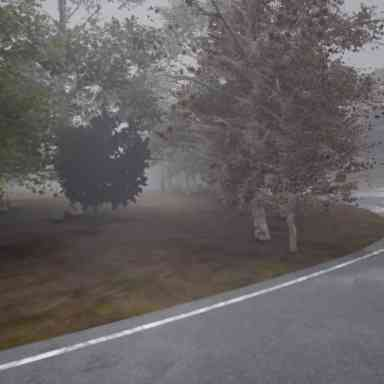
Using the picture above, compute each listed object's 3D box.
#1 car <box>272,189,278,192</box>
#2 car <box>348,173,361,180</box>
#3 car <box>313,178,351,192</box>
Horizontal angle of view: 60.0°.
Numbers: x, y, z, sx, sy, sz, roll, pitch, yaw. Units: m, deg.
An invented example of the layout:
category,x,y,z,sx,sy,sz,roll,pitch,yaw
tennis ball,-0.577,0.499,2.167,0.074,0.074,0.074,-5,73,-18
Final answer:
category,x,y,z,sx,sy,sz,roll,pitch,yaw
car,12.237,-0.524,45.497,1.882,1.535,5.008,-5,3,-1
car,32.406,-3.126,68.498,4.181,1.385,1.994,-4,3,-6
car,16.663,-0.534,40.393,1.812,1.442,4.674,-6,3,-20
